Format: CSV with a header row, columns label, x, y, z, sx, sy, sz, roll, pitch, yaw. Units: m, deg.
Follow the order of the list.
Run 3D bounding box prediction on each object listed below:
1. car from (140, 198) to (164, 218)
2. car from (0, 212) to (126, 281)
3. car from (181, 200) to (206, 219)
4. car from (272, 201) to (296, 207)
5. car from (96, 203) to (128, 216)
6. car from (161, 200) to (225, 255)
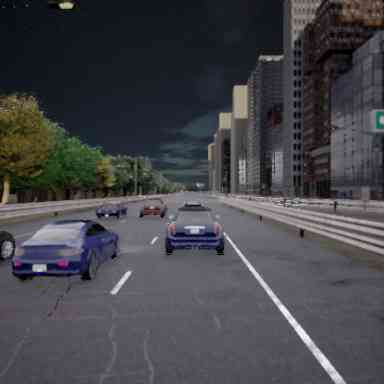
label,x,y,z,sx,sy,sz,roll,pitch,yaw
car,-3.410,1.363,30.462,2.097,1.767,4.553,0,0,0
car,-3.404,1.527,9.723,1.812,1.442,4.674,0,0,0
car,0.090,1.503,30.696,2.128,1.511,4.902,0,0,0
car,15.139,1.741,55.356,1.895,1.301,4.718,0,0,-18
car,-6.911,1.611,29.280,1.895,1.301,4.718,0,0,0
car,0.096,1.354,13.500,2.097,1.767,4.553,0,0,0
